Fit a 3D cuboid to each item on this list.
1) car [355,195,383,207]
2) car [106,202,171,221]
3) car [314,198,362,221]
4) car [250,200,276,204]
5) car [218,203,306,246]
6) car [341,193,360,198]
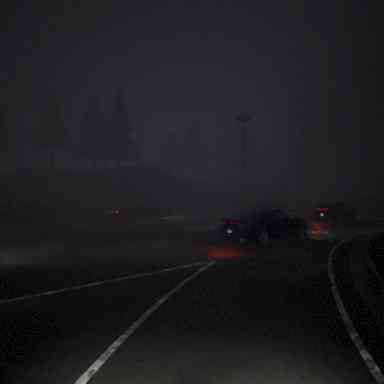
[{"bbox_3d":[27.244,1.582,50.489,5.357,1.411,2.033,0,0,-42],"label":"car"},{"bbox_3d":[-4.301,1.566,27.312,5.357,1.411,2.033,0,0,-41],"label":"car"},{"bbox_3d":[12.021,1.525,27.719,4.892,1.490,1.837,0,0,-41],"label":"car"},{"bbox_3d":[7.366,1.500,32.945,5.008,1.535,1.882,0,0,-41],"label":"car"},{"bbox_3d":[3.405,1.488,15.440,5.008,1.535,1.882,0,0,-41],"label":"car"},{"bbox_3d":[26.364,1.251,54.390,5.566,2.045,2.150,2,-1,-41],"label":"car"}]
